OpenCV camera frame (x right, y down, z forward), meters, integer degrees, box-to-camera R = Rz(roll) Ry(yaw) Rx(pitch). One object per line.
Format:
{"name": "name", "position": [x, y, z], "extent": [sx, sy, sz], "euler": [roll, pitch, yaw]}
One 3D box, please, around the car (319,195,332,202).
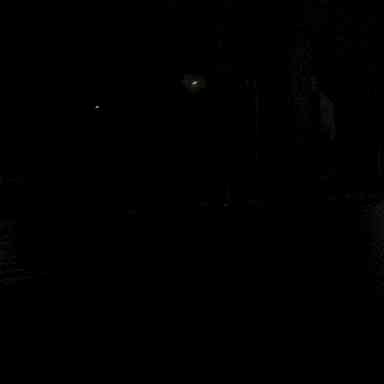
{"name": "car", "position": [29.545, 1.427, 73.380], "extent": [1.802, 1.307, 4.206], "euler": [0, 0, 35]}

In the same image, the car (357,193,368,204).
{"name": "car", "position": [26.909, 1.117, 54.613], "extent": [2.192, 1.841, 5.009], "euler": [0, 0, 35]}

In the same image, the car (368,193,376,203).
{"name": "car", "position": [33.334, 1.099, 63.883], "extent": [2.192, 1.841, 5.009], "euler": [0, 0, 35]}

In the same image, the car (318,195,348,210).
{"name": "car", "position": [17.275, 1.377, 40.709], "extent": [1.887, 1.381, 4.507], "euler": [0, 0, 35]}

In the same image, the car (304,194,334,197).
{"name": "car", "position": [17.422, 1.337, 45.431], "extent": [2.128, 1.511, 4.902], "euler": [-1, 0, 35]}

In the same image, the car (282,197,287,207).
{"name": "car", "position": [13.484, 1.455, 50.205], "extent": [1.947, 1.339, 4.313], "euler": [0, 0, 35]}

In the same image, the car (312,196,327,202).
{"name": "car", "position": [26.334, 1.418, 68.746], "extent": [1.947, 1.339, 4.313], "euler": [0, 0, 35]}

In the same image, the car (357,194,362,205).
{"name": "car", "position": [23.699, 1.378, 49.978], "extent": [1.947, 1.339, 4.313], "euler": [0, 0, 35]}

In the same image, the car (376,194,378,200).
{"name": "car", "position": [36.643, 1.302, 68.656], "extent": [1.752, 1.417, 4.829], "euler": [-1, 0, 35]}

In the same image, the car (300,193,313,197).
{"name": "car", "position": [19.908, 1.415, 59.475], "extent": [1.887, 1.381, 4.507], "euler": [0, 0, 35]}

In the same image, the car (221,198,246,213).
{"name": "car", "position": [3.847, 1.366, 36.298], "extent": [1.967, 1.590, 4.097], "euler": [0, 0, 35]}

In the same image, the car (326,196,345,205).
{"name": "car", "position": [23.280, 1.353, 53.887], "extent": [1.812, 1.442, 4.674], "euler": [-1, 0, 35]}

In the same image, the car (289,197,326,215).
{"name": "car", "position": [10.852, 1.424, 31.439], "extent": [1.947, 1.339, 4.313], "euler": [0, 0, 35]}

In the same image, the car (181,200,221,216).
{"name": "car", "position": [0.636, 1.524, 31.663], "extent": [1.802, 1.307, 4.206], "euler": [0, 0, 35]}

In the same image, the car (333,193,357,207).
{"name": "car", "position": [20.486, 1.136, 45.344], "extent": [2.192, 1.841, 5.009], "euler": [0, 0, 35]}

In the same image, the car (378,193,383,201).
{"name": "car", "position": [42.969, 1.358, 77.786], "extent": [1.802, 1.307, 4.206], "euler": [-1, 0, 35]}

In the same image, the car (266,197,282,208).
{"name": "car", "position": [10.175, 1.426, 45.429], "extent": [1.752, 1.417, 4.829], "euler": [0, 0, 35]}

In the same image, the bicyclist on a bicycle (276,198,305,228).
{"name": "bicyclist on a bicycle", "position": [5.379, 1.177, 18.341], "extent": [1.656, 1.620, 0.582], "euler": [-1, 0, 35]}

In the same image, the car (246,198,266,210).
{"name": "car", "position": [7.060, 1.494, 40.934], "extent": [1.802, 1.307, 4.206], "euler": [0, 0, 35]}

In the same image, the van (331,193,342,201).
{"name": "van", "position": [35.967, 1.185, 82.653], "extent": [1.690, 1.788, 3.998], "euler": [-1, 0, 35]}
